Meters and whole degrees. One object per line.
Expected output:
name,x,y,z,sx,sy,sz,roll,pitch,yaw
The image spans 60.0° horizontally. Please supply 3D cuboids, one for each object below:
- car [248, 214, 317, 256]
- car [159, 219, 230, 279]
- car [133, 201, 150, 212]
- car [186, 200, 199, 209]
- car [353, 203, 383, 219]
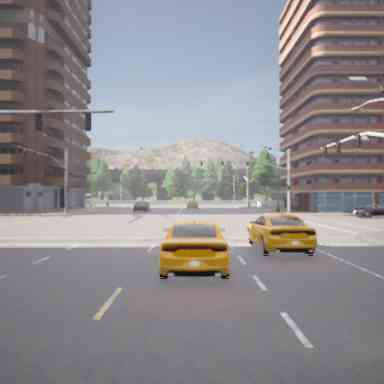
car,3.581,1.644,13.986,1.882,1.535,5.008,0,-1,0
car,0.074,1.604,10.533,1.882,1.535,5.008,0,-1,0
car,-7.081,2.036,47.067,1.882,1.535,5.008,0,-1,0
car,0.086,2.152,56.918,1.882,1.535,5.008,0,-1,0
car,18.971,1.893,33.868,4.902,1.511,2.128,0,-1,0
